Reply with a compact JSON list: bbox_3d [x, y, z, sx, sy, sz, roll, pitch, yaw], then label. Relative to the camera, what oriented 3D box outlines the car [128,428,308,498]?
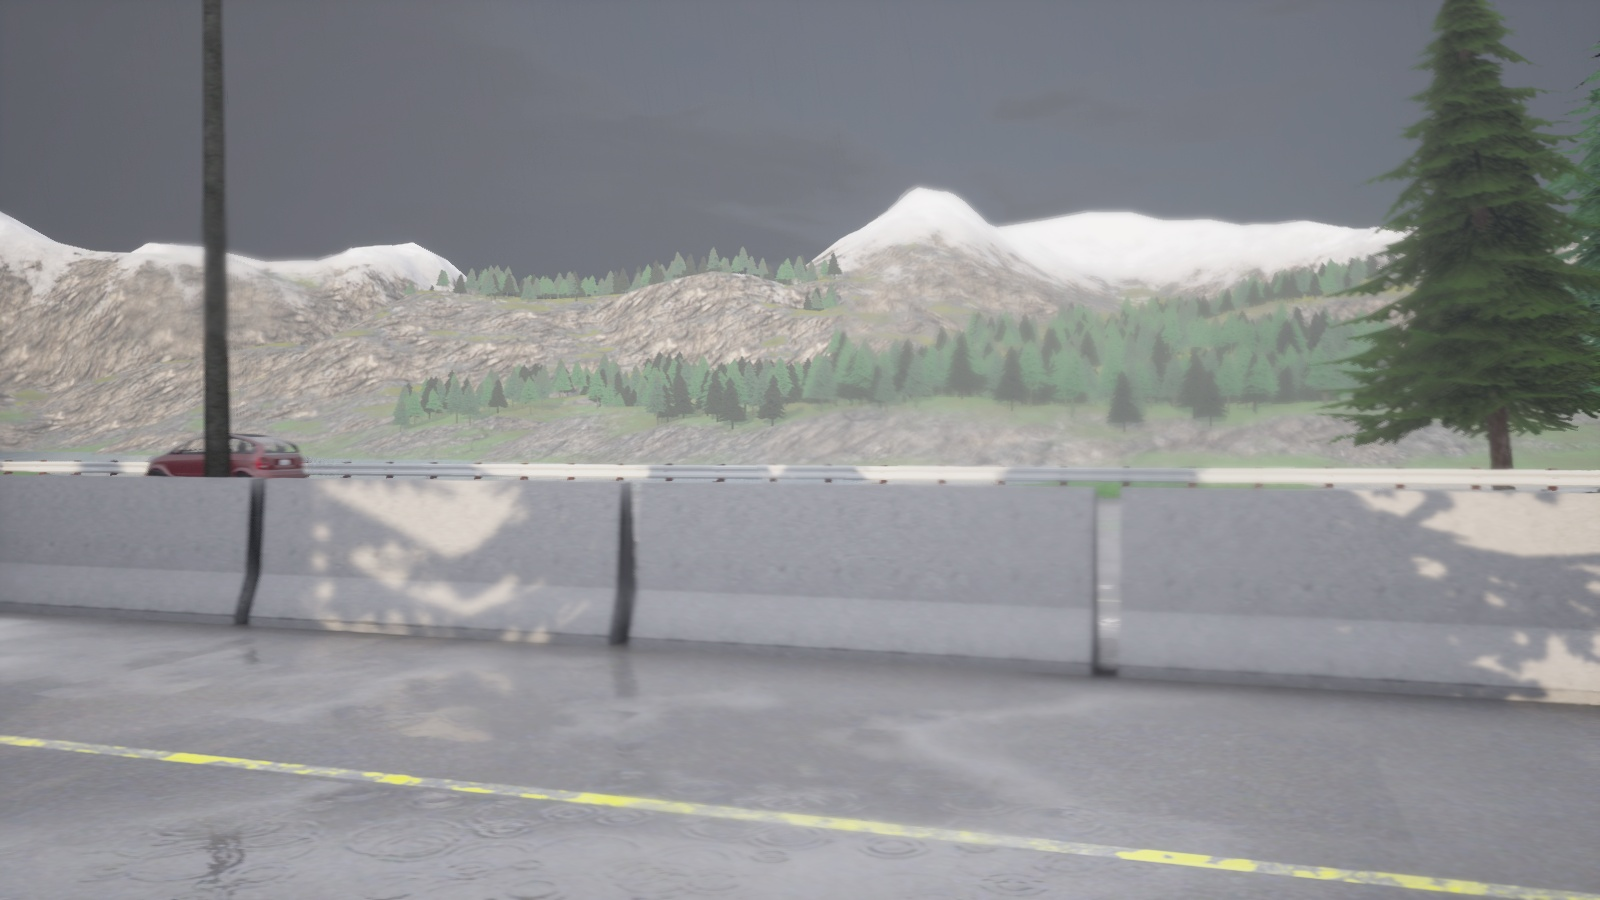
[{"bbox_3d":[-13.927,0.277,30.092,3.705,1.549,1.789,1,1,18],"label":"car"}]
